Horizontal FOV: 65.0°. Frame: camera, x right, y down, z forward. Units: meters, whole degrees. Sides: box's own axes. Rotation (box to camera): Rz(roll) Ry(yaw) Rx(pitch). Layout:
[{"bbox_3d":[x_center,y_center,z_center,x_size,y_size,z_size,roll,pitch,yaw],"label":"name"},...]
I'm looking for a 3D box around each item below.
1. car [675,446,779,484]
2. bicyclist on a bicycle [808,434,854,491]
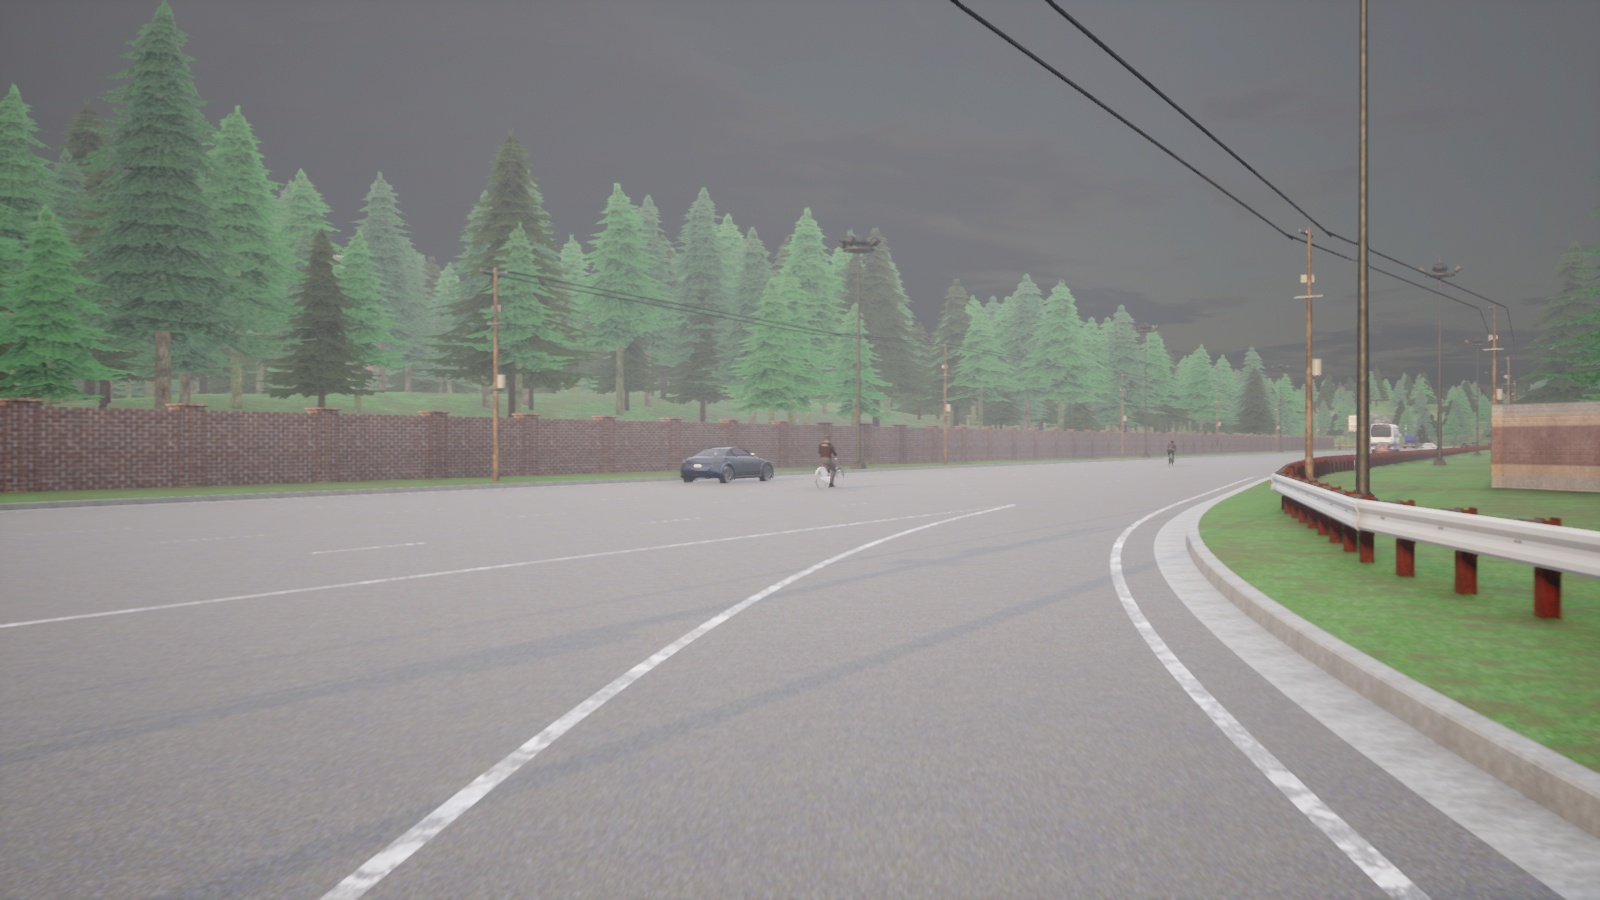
[{"bbox_3d":[-2.722,0.538,47.804,1.994,1.385,4.181,0,0,30],"label":"car"},{"bbox_3d":[0.998,0.391,40.309,0.659,1.776,1.843,0,1,30],"label":"bicyclist on a bicycle"}]
